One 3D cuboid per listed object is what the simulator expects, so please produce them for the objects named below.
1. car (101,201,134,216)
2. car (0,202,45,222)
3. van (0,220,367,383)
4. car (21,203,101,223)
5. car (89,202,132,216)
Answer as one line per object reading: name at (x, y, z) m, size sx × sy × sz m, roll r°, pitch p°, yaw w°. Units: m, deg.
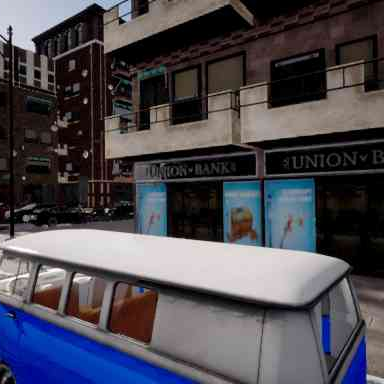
car at (-6.919, 1.675, 34.563) m, size 2.128 × 1.511 × 4.902 m, roll -1°, pitch -1°, yaw 36°
car at (-12.462, 1.636, 26.961) m, size 1.837 × 1.490 × 4.892 m, roll -1°, pitch -1°, yaw 36°
van at (-0.491, 1.342, 3.200) m, size 3.998 × 1.788 × 1.690 m, roll 0°, pitch -1°, yaw 35°
car at (-8.668, 1.584, 22.338) m, size 1.947 × 1.339 × 4.313 m, roll -2°, pitch -1°, yaw 36°
car at (-8.799, 1.799, 36.389) m, size 1.947 × 1.339 × 4.313 m, roll -2°, pitch -1°, yaw 36°
